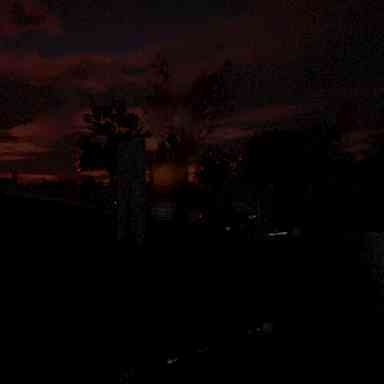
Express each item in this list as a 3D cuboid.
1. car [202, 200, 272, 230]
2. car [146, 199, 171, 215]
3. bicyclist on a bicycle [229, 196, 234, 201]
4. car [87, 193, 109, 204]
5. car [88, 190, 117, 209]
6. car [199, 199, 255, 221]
[{"bbox_3d":[2.637,1.312,20.366,1.882,1.535,5.008,0,1,-35],"label":"car"},{"bbox_3d":[-3.809,1.293,29.634,1.895,1.301,4.718,0,1,-35],"label":"car"},{"bbox_3d":[3.484,1.179,29.620,1.656,1.620,0.582,0,1,-35],"label":"bicyclist on a bicycle"},{"bbox_3d":[-13.972,0.927,49.341,1.812,1.442,4.674,0,1,-34],"label":"car"},{"bbox_3d":[-9.846,0.780,38.329,2.150,2.045,5.566,0,1,-35],"label":"car"},{"bbox_3d":[2.581,1.332,25.556,1.994,1.385,4.181,0,1,-34],"label":"car"}]
